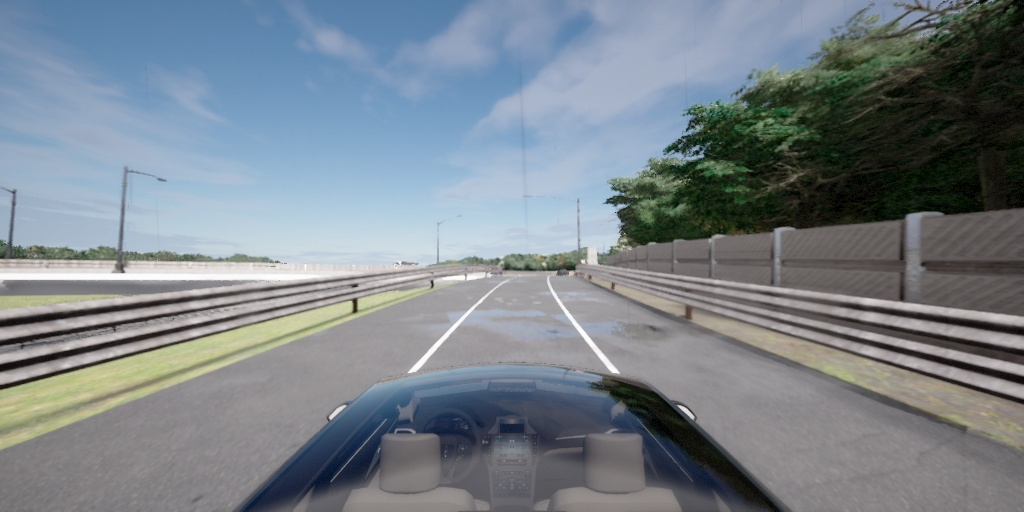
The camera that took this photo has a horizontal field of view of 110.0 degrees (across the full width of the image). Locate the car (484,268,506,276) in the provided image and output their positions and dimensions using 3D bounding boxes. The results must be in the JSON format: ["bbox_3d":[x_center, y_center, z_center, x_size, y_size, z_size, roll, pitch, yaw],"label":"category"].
[{"bbox_3d":[-3.372,2.825,63.374,2.033,1.411,5.357,-3,-5,43],"label":"car"}]

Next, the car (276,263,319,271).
[{"bbox_3d":[-26.496,1.593,44.400,4.674,1.442,1.812,2,-4,-32],"label":"car"}]

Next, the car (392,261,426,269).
[{"bbox_3d":[-14.813,1.839,52.868,5.566,2.045,2.150,3,-4,-39],"label":"car"}]
